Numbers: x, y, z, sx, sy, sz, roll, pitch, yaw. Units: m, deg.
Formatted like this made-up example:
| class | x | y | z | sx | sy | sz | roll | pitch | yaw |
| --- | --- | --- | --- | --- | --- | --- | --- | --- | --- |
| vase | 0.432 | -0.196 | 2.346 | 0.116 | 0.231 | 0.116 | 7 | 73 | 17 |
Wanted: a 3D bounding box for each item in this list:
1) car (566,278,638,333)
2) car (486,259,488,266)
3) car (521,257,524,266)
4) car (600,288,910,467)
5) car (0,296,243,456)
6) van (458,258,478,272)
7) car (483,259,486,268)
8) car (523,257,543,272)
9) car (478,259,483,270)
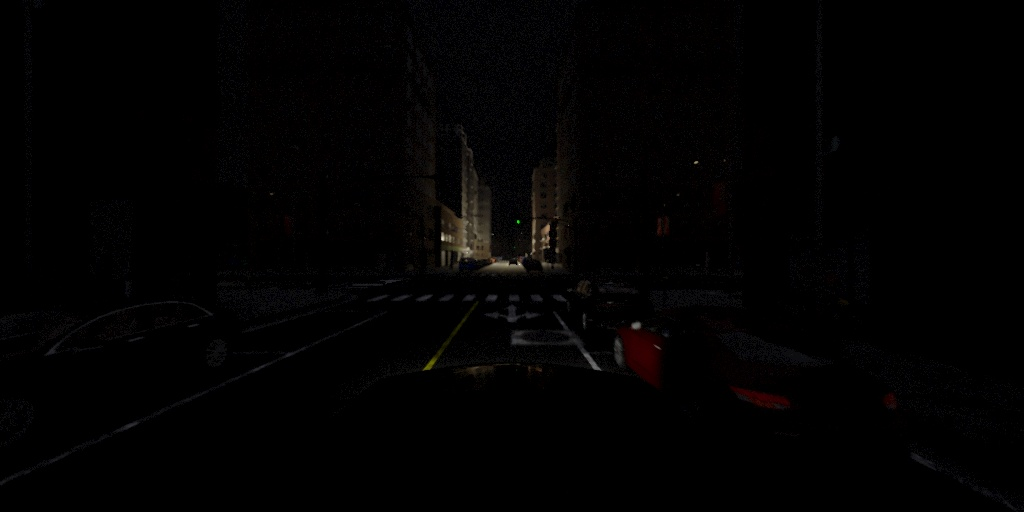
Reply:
| class | x | y | z | sx | sy | sz | roll | pitch | yaw |
| --- | --- | --- | --- | --- | --- | --- | --- | --- | --- |
| car | 2.669 | 1.301 | 10.489 | 2.007 | 1.370 | 4.403 | 0 | 0 | 0 |
| car | -5.632 | 1.338 | 62.180 | 1.802 | 1.307 | 4.207 | 0 | 0 | 0 |
| car | 2.868 | 1.195 | 56.477 | 1.967 | 1.591 | 4.097 | 0 | 0 | 0 |
| car | 2.669 | 1.332 | 4.895 | 1.802 | 1.307 | 4.207 | 0 | 0 | 0 |
| car | -5.857 | 1.301 | 4.891 | 2.007 | 1.370 | 4.403 | 0 | 0 | 0 |
| van | -5.709 | 1.095 | 45.175 | 1.690 | 1.789 | 3.998 | 0 | 0 | 0 |
| car | -5.657 | 1.322 | 56.512 | 1.948 | 1.339 | 4.313 | 0 | 0 | 0 |
| car | 2.817 | 1.194 | 45.139 | 1.967 | 1.591 | 4.097 | 0 | 0 | 0 |
| car | -5.683 | 1.195 | 50.844 | 1.967 | 1.591 | 4.097 | 0 | 0 | 0 |
